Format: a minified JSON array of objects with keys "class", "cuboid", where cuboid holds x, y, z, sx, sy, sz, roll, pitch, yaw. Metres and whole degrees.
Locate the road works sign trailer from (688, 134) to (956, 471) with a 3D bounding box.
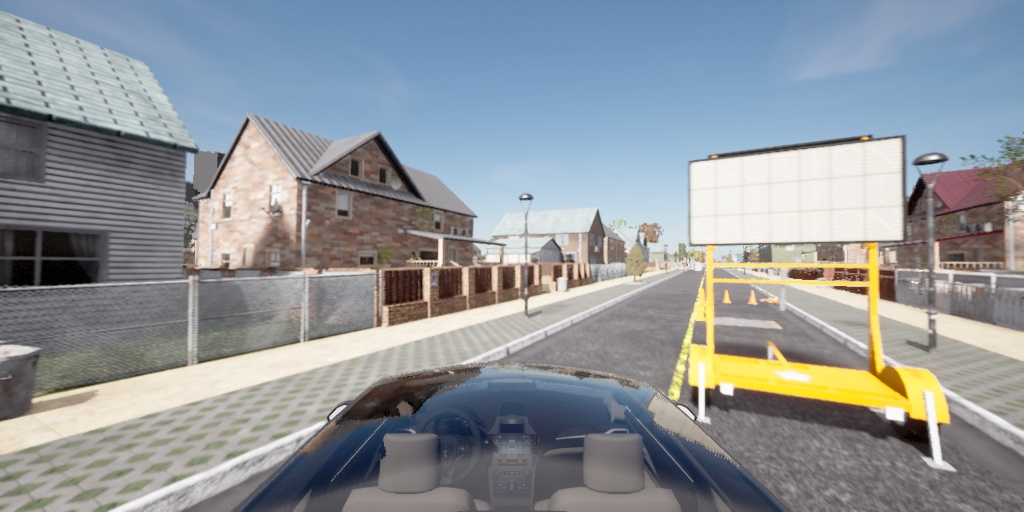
[{"class":"road works sign trailer","cuboid":[3.875,0.244,5.124,2.380,3.560,2.880,0,0,29]}]
